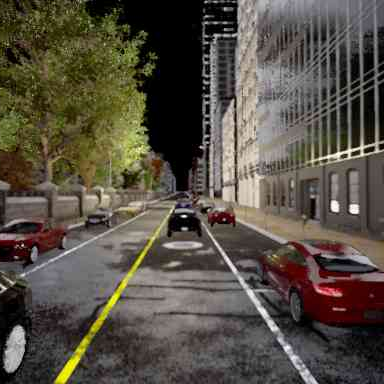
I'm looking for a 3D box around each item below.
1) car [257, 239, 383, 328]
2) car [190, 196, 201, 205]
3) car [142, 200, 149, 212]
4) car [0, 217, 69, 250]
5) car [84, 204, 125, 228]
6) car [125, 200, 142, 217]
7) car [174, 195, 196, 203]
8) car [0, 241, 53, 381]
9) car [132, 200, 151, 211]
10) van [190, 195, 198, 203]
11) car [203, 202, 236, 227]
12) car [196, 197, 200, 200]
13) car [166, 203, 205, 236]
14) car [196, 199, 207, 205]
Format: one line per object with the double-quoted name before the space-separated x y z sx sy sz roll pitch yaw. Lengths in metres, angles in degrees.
"car" 2.530 1.614 6.837 1.802 1.307 4.206 0 0 -2
"car" 0.737 1.674 69.306 2.192 1.841 5.009 0 0 -2
"car" -6.826 1.817 40.695 2.008 1.369 4.403 0 0 -2
"car" -6.011 1.653 12.292 1.887 1.381 4.507 0 0 -2
"car" -6.337 1.726 23.654 2.008 1.369 4.403 0 0 -2
"car" -6.658 1.761 34.844 1.752 1.417 4.829 0 0 -2
"car" -1.000 1.581 39.058 2.097 1.767 4.553 0 0 -2
"car" -3.050 1.538 2.704 1.837 1.490 4.892 0 0 -2
"car" -6.989 1.846 46.376 2.008 1.369 4.403 0 0 -2
"van" 0.412 1.745 80.663 1.690 1.788 3.998 0 0 -2
"car" 2.041 1.679 23.874 1.887 1.381 4.507 0 0 -2
"car" 1.389 1.806 46.590 2.008 1.369 4.403 0 0 -2
"car" -0.445 1.629 19.440 1.837 1.490 4.892 0 0 -1
"car" 1.715 1.762 35.231 1.947 1.339 4.313 0 0 -2
